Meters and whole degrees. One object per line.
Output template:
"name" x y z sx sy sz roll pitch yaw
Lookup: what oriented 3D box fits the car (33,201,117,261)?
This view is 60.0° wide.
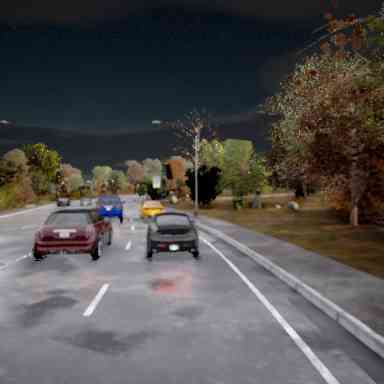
"car" -4.335 1.402 12.810 2.097 1.767 4.553 0 0 -6

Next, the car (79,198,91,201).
"car" -17.586 1.698 55.376 2.128 1.511 4.902 0 0 -15

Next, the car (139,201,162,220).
"car" -3.637 1.580 29.740 1.882 1.535 5.008 0 0 -12

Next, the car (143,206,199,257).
"car" -0.852 1.551 13.189 1.837 1.490 4.892 0 0 -6

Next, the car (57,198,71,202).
"car" -20.953 1.684 54.423 1.882 1.535 5.008 0 0 -15

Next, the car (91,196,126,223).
"car" -6.597 1.321 26.809 2.150 2.045 5.566 0 0 -11
